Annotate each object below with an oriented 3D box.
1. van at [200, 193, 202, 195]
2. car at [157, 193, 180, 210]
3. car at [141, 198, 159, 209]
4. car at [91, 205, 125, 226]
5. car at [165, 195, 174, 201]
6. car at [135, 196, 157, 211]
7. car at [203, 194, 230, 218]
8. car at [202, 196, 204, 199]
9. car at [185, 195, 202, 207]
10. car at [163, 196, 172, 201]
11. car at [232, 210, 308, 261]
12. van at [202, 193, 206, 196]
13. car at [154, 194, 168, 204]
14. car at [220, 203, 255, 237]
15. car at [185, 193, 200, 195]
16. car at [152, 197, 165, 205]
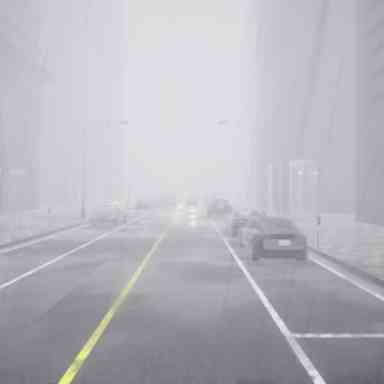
[{"bbox_3d":[2.780,1.291,56.963,1.690,1.788,3.998,0,0,0],"label":"van"},{"bbox_3d":[-3.079,1.182,42.527,2.150,2.045,5.566,0,0,0],"label":"car"},{"bbox_3d":[-5.748,1.525,45.712,1.947,1.339,4.313,0,0,0],"label":"car"},{"bbox_3d":[-5.755,1.560,23.238,1.802,1.307,4.206,0,0,0],"label":"car"},{"bbox_3d":[-5.736,1.516,85.040,1.802,1.307,4.206,0,0,0],"label":"car"},{"bbox_3d":[-5.750,1.508,40.093,1.887,1.381,4.507,0,0,0],"label":"car"},{"bbox_3d":[2.397,1.327,30.280,2.097,1.767,4.553,0,0,0],"label":"car"},{"bbox_3d":[2.777,1.509,45.726,2.008,1.369,4.403,0,0,0],"label":"car"},{"bbox_3d":[0.019,1.504,49.174,2.033,1.411,5.357,0,0,0],"label":"car"},{"bbox_3d":[-5.738,1.519,79.422,1.802,1.307,4.206,0,0,0],"label":"car"},{"bbox_3d":[2.766,1.554,12.013,1.947,1.339,4.313,0,0,0],"label":"car"},{"bbox_3d":[2.779,1.295,51.345,1.690,1.788,3.998,0,0,0],"label":"van"},{"bbox_3d":[-5.743,1.262,62.566,2.192,1.841,5.009,0,0,0],"label":"car"},{"bbox_3d":[2.768,1.528,17.632,1.887,1.381,4.507,0,0,0],"label":"car"},{"bbox_3d":[0.022,1.297,69.211,2.128,1.511,4.902,0,0,0],"label":"car"},{"bbox_3d":[-5.745,1.533,56.948,1.802,1.307,4.206,0,0,0],"label":"car"}]
